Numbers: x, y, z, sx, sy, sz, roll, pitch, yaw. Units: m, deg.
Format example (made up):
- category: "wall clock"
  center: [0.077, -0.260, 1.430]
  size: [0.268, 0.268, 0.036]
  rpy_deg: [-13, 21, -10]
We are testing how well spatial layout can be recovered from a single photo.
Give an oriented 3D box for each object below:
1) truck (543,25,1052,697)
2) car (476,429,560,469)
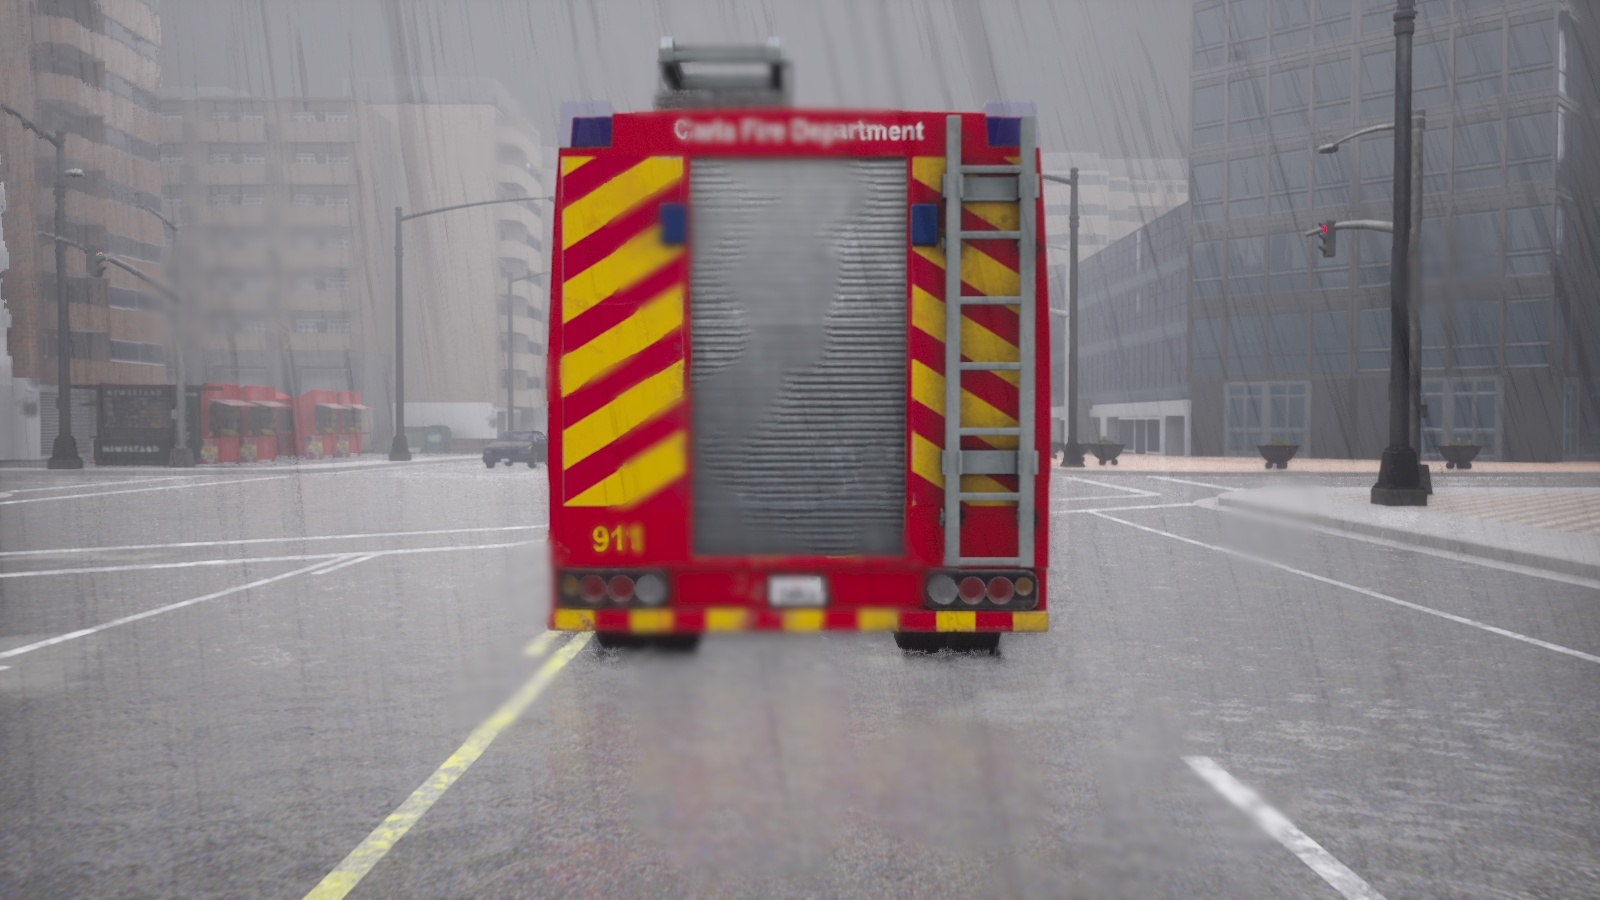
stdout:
- category: "truck"
  center: [0.005, -0.581, 11.400]
  size: [2.891, 3.827, 8.468]
  rpy_deg: [0, 1, 0]
- category: "car"
  center: [-10.657, -0.074, 47.886]
  size: [2.033, 1.411, 5.357]
  rpy_deg: [0, 1, 0]
